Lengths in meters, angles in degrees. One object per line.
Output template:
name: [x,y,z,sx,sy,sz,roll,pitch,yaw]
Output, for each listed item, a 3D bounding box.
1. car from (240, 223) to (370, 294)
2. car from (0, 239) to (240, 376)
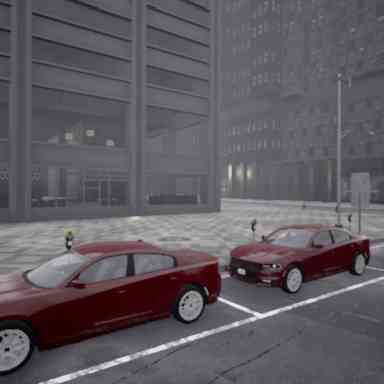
car: [2.938,1.545,8.790,4.507,1.381,1.887,0,0,-36]
car: [-1.549,1.545,5.566,4.507,1.381,1.887,0,0,-36]
